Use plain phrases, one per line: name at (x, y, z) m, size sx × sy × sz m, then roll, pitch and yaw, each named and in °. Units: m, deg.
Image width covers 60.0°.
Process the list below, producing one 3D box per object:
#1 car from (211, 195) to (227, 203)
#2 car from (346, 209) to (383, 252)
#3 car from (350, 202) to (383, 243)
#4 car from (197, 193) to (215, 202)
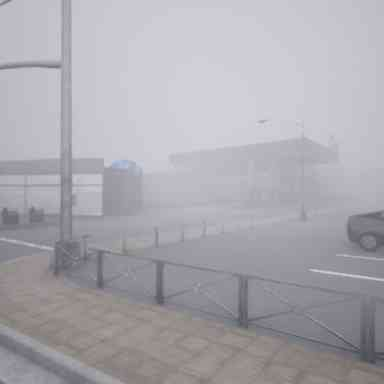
car at (5.013, 1.360, 64.532) m, size 2.242 × 1.667 × 4.611 m, roll 0°, pitch 0°, yaw 36°
car at (7.794, 1.340, 11.457) m, size 4.514 × 1.523 × 2.007 m, roll 0°, pitch 0°, yaw 36°
car at (9.598, 1.331, 14.024) m, size 5.027 × 1.636 × 2.152 m, roll 0°, pitch 0°, yaw 36°
car at (2.990, 1.172, 71.371) m, size 1.905 × 1.878 × 3.866 m, roll 0°, pitch 0°, yaw 36°
